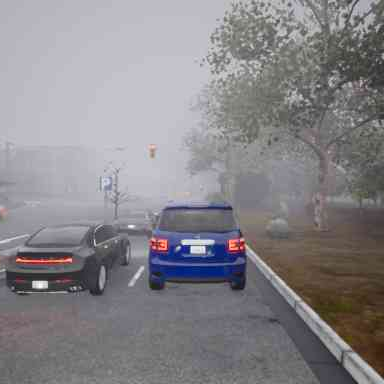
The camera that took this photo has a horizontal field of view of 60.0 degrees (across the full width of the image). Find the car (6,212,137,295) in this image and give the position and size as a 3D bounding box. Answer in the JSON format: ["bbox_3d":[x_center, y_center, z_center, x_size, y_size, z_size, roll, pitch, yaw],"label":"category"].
[{"bbox_3d":[-2.876,1.515,8.741,1.837,1.490,4.892,0,0,0],"label":"car"}]

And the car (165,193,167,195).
[{"bbox_3d":[-10.424,1.316,92.892,5.008,1.535,2.097,-1,0,-11],"label":"car"}]

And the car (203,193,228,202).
[{"bbox_3d":[4.782,1.142,68.512,4.553,1.767,2.185,1,0,-14],"label":"car"}]

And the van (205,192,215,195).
[{"bbox_3d":[4.394,1.043,65.543,4.442,1.987,1.878,1,0,-14],"label":"van"}]

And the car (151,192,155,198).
[{"bbox_3d":[-12.132,1.359,80.928,4.674,1.452,2.002,-1,0,-13],"label":"car"}]

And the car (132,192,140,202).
[{"bbox_3d":[-13.688,1.315,65.971,5.366,1.575,1.946,-1,0,-15],"label":"car"}]

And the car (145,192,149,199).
[{"bbox_3d":[-12.886,1.322,74.933,4.892,1.521,2.231,-1,0,-13],"label":"car"}]

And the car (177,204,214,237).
[{"bbox_3d":[0.204,1.531,19.084,1.837,1.490,4.892,0,0,0],"label":"car"}]

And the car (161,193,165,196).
[{"bbox_3d":[-10.851,1.065,89.914,5.566,2.045,2.435,-1,0,-12],"label":"car"}]

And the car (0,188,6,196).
[{"bbox_3d":[-31.074,0.137,53.876,2.002,1.452,4.674,6,-3,-19],"label":"car"}]

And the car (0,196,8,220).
[{"bbox_3d":[-16.585,1.404,25.177,4.553,1.767,2.185,-1,0,-19],"label":"car"}]

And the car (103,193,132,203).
[{"bbox_3d":[-14.338,1.358,62.980,4.792,1.488,2.163,-1,0,-15],"label":"car"}]

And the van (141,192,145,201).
[{"bbox_3d":[-13.119,1.093,71.962,4.442,1.987,1.878,-1,0,-14],"label":"van"}]

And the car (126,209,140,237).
[{"bbox_3d":[-2.814,1.589,17.627,1.994,1.385,4.181,0,0,1],"label":"car"}]

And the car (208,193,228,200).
[{"bbox_3d":[6.598,1.129,83.208,4.553,1.767,2.185,1,0,-12],"label":"car"}]

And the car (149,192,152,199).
[{"bbox_3d":[-12.508,1.359,77.927,4.674,1.452,2.002,-1,0,-13],"label":"car"}]

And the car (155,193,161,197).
[{"bbox_3d":[-11.306,1.357,86.909,4.674,1.452,2.002,-1,0,-12],"label":"car"}]

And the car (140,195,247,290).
[{"bbox_3d":[0.127,1.233,9.226,2.150,2.045,5.566,0,0,0],"label":"car"}]
